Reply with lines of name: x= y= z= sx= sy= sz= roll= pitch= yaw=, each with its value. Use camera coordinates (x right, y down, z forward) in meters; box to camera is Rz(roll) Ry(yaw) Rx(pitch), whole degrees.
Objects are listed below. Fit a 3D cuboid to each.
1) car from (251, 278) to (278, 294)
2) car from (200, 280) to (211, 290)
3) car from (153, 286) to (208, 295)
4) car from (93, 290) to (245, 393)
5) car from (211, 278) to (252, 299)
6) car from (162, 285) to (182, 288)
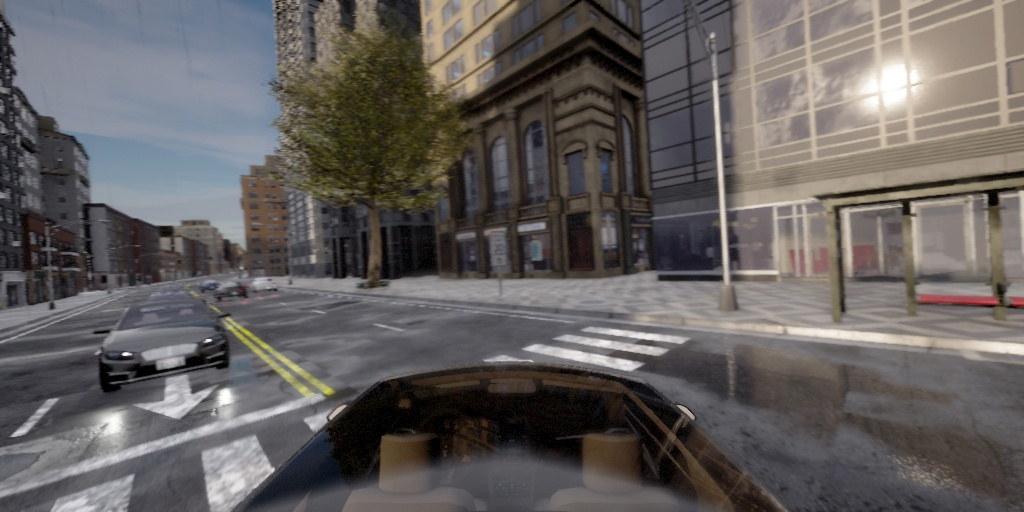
car: x=-24.699 y=2.880 z=35.659 sx=1.812 sy=1.442 sz=4.674 roll=-4 pitch=0 yaw=-43
car: x=-36.618 y=3.636 z=43.610 sx=1.812 sy=1.442 sz=4.674 roll=-4 pitch=0 yaw=-44
car: x=-15.162 y=2.316 z=15.954 sx=2.033 sy=1.411 sz=5.357 roll=-4 pitch=0 yaw=-44
car: x=-7.838 y=1.772 z=8.216 sx=2.128 sy=1.511 sz=4.902 roll=-4 pitch=0 yaw=-44
car: x=-22.737 y=2.772 z=28.982 sx=1.812 sy=1.442 sz=4.674 roll=-4 pitch=0 yaw=-43
car: x=-27.803 y=3.131 z=29.368 sx=2.033 sy=1.411 sz=5.357 roll=-4 pitch=0 yaw=-43
